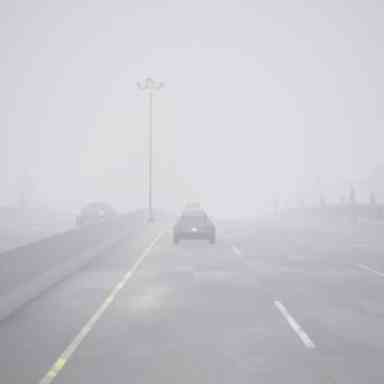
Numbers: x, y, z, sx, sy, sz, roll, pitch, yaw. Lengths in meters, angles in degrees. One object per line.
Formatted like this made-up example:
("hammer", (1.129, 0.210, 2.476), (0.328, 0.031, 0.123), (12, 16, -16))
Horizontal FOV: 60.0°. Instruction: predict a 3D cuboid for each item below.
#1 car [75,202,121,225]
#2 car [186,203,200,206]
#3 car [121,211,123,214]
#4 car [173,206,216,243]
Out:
("car", (-7.084, 1.529, 25.035), (2.097, 1.767, 4.553), (0, -2, 0))
("car", (0.113, 1.935, 34.074), (2.097, 1.767, 4.553), (0, -4, 0))
("car", (-10.549, 3.139, 46.163), (1.812, 1.442, 4.674), (0, -6, 0))
("car", (0.106, 1.629, 16.599), (1.994, 1.385, 4.181), (0, 0, 0))
